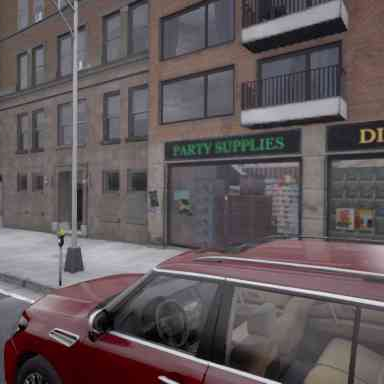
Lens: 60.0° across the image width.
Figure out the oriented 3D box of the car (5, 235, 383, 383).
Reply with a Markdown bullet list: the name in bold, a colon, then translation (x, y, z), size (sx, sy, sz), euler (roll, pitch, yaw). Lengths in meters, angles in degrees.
- **car**: translation (0.547, 1.315, 2.676), size (5.009, 1.841, 2.192), euler (0, 1, 35)
